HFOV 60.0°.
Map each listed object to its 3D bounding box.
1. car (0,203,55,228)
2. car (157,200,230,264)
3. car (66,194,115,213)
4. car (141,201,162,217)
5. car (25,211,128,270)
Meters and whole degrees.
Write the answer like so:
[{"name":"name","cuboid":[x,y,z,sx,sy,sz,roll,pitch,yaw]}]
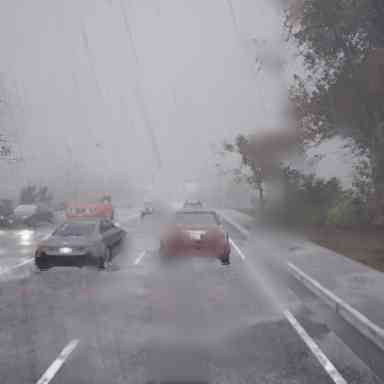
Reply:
[{"name":"car","cuboid":[-10.563,1.471,21.762,1.812,1.442,4.674,0,0,1]},{"name":"car","cuboid":[0.099,1.322,11.848,2.097,1.767,4.553,0,0,0]},{"name":"car","cuboid":[-7.044,1.163,23.759,2.150,2.045,5.566,0,0,0]},{"name":"car","cuboid":[-3.402,1.476,29.782,2.033,1.411,5.357,0,0,0]},{"name":"car","cuboid":[-3.401,1.536,10.967,1.994,1.385,4.181,0,0,0]}]
